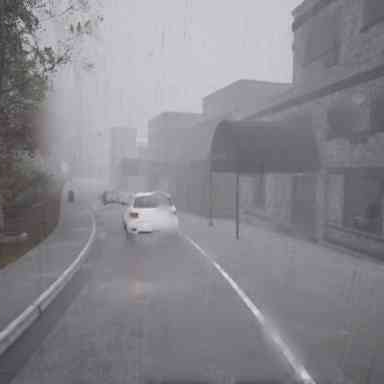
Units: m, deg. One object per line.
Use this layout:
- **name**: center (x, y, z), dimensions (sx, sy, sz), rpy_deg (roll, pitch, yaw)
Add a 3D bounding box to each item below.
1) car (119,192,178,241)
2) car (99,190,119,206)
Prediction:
- **car**: center (-2.128, 1.006, 15.839), dimensions (2.150, 2.045, 5.566), rpy_deg (-1, 2, -14)
- **car**: center (-8.235, 0.522, 33.729), dimensions (2.033, 1.411, 5.357), rpy_deg (-2, 4, -21)
